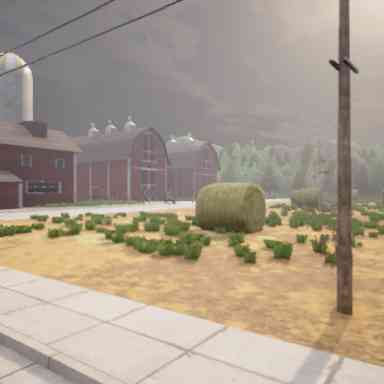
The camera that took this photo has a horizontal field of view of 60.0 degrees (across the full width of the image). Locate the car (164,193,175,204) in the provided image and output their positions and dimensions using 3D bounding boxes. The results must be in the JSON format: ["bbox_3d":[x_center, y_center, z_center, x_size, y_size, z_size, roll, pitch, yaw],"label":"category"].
[{"bbox_3d":[-4.082,1.126,61.091,1.905,1.878,3.866,6,1,-8],"label":"car"}]
